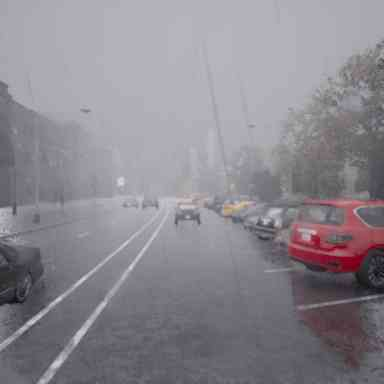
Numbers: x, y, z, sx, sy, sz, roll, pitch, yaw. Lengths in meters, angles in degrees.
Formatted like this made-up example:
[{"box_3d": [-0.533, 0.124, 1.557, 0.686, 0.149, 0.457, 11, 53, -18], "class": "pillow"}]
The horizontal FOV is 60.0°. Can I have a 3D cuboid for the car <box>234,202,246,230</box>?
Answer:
[{"box_3d": [5.101, 1.502, 17.986, 4.892, 1.521, 2.231, 1, 0, -22], "class": "car"}]

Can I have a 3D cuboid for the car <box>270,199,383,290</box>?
[{"box_3d": [5.287, 1.239, 9.092, 5.566, 2.045, 2.435, 1, 0, -21], "class": "car"}]

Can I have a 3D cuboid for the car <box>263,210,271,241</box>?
[{"box_3d": [5.217, 1.533, 12.045, 4.674, 1.452, 2.002, 1, 0, -21], "class": "car"}]

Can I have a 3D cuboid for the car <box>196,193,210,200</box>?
[{"box_3d": [3.598, 1.482, 50.641, 4.553, 1.767, 2.185, 1, 0, -24], "class": "car"}]

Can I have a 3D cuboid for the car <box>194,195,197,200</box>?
[{"box_3d": [3.354, 1.618, 53.598, 5.008, 1.535, 2.097, 1, 0, -24], "class": "car"}]

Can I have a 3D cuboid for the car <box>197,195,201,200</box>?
[{"box_3d": [3.934, 1.595, 47.746, 5.366, 1.575, 1.946, 1, -1, -24], "class": "car"}]

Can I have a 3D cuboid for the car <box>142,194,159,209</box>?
[{"box_3d": [-5.778, 1.340, 46.843, 2.150, 2.045, 5.566, 0, 0, -4], "class": "car"}]

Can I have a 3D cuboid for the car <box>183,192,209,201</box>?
[{"box_3d": [0.968, 1.061, 80.261, 5.566, 2.045, 2.435, 0, 1, -26], "class": "car"}]

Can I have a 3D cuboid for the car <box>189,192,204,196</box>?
[{"box_3d": [2.934, 1.366, 59.544, 5.566, 2.045, 2.435, 1, 0, -25], "class": "car"}]

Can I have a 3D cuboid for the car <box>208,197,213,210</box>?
[{"box_3d": [4.584, 1.538, 32.833, 5.008, 1.535, 2.097, 1, 0, -23], "class": "car"}]

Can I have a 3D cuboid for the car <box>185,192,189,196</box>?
[{"box_3d": [2.115, 1.289, 68.399, 5.566, 2.045, 2.435, 0, 1, -25], "class": "car"}]

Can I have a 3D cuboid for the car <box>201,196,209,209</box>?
[{"box_3d": [4.133, 1.572, 41.733, 5.008, 1.535, 2.097, 1, 0, -23], "class": "car"}]

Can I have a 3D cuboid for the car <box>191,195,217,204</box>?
[{"box_3d": [2.378, 1.450, 65.442, 4.553, 1.767, 2.185, 0, 0, -25], "class": "car"}]

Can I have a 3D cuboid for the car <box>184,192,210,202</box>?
[{"box_3d": [1.236, 1.124, 77.271, 5.566, 2.045, 2.435, 0, 2, -26], "class": "car"}]

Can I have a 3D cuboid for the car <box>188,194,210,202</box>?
[{"box_3d": [1.591, 1.312, 74.349, 4.553, 1.767, 2.185, 0, 2, -26], "class": "car"}]

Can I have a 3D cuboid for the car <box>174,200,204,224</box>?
[{"box_3d": [-0.363, 1.560, 25.060, 1.812, 1.442, 4.674, 0, 0, -2], "class": "car"}]

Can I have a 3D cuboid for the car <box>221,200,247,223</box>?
[{"box_3d": [4.891, 1.543, 23.917, 4.792, 1.488, 2.163, 1, 0, -22], "class": "car"}]

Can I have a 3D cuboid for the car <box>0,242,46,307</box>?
[{"box_3d": [-4.286, 1.551, 5.411, 2.033, 1.411, 5.357, 0, 0, 0], "class": "car"}]

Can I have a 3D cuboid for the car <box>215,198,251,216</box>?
[{"box_3d": [4.811, 1.521, 26.900, 5.008, 1.535, 2.097, 1, 0, -22], "class": "car"}]

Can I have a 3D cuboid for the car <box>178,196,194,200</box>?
[{"box_3d": [-1.132, 1.570, 41.801, 1.882, 1.535, 5.008, 0, 0, -3], "class": "car"}]

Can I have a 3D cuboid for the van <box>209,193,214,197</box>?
[{"box_3d": [4.546, 1.325, 35.856, 4.442, 1.987, 1.878, 1, -1, -23], "class": "van"}]

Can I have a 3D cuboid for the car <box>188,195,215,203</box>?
[{"box_3d": [2.019, 1.491, 71.472, 5.366, 1.575, 1.946, 0, 1, -26], "class": "car"}]

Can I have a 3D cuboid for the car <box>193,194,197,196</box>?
[{"box_3d": [3.147, 1.624, 56.560, 4.892, 1.521, 2.231, 1, 0, -25], "class": "car"}]

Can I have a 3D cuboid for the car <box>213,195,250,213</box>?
[{"box_3d": [4.672, 1.403, 29.861, 4.553, 1.767, 2.185, 1, -1, -22], "class": "car"}]

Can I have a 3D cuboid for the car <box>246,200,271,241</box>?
[{"box_3d": [5.128, 1.370, 15.012, 4.553, 1.767, 2.185, 1, 0, -21], "class": "car"}]

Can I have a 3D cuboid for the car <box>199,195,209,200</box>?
[{"box_3d": [3.943, 1.583, 44.705, 5.008, 1.535, 2.097, 1, -1, -24], "class": "car"}]

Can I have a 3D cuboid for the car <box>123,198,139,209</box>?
[{"box_3d": [-8.627, 1.621, 47.532, 2.128, 1.511, 4.902, 0, 0, -3], "class": "car"}]
